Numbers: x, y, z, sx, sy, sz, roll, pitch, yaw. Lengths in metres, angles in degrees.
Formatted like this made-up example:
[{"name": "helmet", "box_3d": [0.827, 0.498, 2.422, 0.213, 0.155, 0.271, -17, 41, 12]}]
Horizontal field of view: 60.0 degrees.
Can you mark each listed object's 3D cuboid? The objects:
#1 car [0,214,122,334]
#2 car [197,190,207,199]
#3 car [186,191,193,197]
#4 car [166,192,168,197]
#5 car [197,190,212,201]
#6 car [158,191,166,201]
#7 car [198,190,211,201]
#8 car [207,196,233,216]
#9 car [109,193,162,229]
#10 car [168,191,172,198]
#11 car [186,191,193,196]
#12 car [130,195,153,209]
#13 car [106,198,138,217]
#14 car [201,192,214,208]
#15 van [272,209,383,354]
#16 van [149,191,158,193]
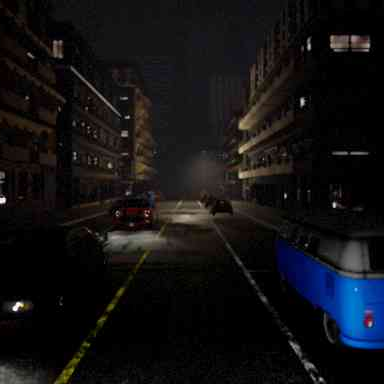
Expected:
[{"name": "car", "box_3d": [-3.146, 1.474, 7.172, 2.033, 1.411, 5.357, 0, 1, 0]}, {"name": "car", "box_3d": [2.155, 0.496, 73.073, 2.192, 1.841, 5.009, -1, 1, 0]}, {"name": "car", "box_3d": [-0.604, 0.527, 84.457, 1.882, 1.535, 5.008, 0, 1, 0]}, {"name": "car", "box_3d": [-6.148, 0.877, 61.841, 2.008, 1.369, 4.403, -1, 1, 0]}, {"name": "car", "box_3d": [2.317, 0.743, 50.667, 2.192, 1.841, 5.009, -1, 1, 0]}, {"name": "car", "box_3d": [-6.094, 0.703, 56.237, 2.192, 1.841, 5.009, -1, 1, 0]}, {"name": "car", "box_3d": [2.236, 0.620, 61.870, 2.192, 1.841, 5.009, -1, 1, 0]}, {"name": "car", "box_3d": [2.483, 1.259, 28.264, 1.802, 1.307, 4.206, -1, 1, 0]}, {"name": "car", "box_3d": [-3.222, 1.139, 19.892, 2.097, 1.767, 4.553, 0, 0, 0]}, {"name": "car", "box_3d": [-6.261, 0.723, 78.646, 1.802, 1.307, 4.206, -1, 1, 0]}, {"name": "car", "box_3d": [-0.679, 0.373, 94.881, 1.812, 1.442, 4.674, 0, 1, 0]}, {"name": "car", "box_3d": [-5.946, 1.125, 39.435, 2.008, 1.369, 4.403, -1, 1, 0]}, {"name": "car", "box_3d": [-5.864, 1.281, 28.232, 1.802, 1.307, 4.206, -1, 1, 0]}, {"name": "car", "box_3d": [2.400, 1.076, 39.636, 1.752, 1.417, 4.829, -1, 1, 0]}, {"name": "van", "box_3d": [2.641, 1.267, 5.854, 1.690, 1.788, 3.998, -1, 1, 0]}, {"name": "van", "box_3d": [-5.989, 0.853, 45.034, 1.690, 1.788, 3.998, -1, 1, 0]}]
